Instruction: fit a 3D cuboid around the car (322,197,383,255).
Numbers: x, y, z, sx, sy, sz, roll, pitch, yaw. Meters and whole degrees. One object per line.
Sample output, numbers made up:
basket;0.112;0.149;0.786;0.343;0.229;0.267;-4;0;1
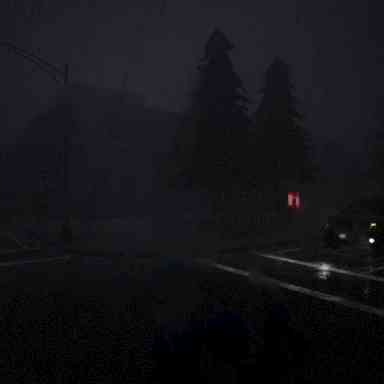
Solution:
car;7.698;1.248;13.745;5.566;2.045;2.150;0;0;-37
